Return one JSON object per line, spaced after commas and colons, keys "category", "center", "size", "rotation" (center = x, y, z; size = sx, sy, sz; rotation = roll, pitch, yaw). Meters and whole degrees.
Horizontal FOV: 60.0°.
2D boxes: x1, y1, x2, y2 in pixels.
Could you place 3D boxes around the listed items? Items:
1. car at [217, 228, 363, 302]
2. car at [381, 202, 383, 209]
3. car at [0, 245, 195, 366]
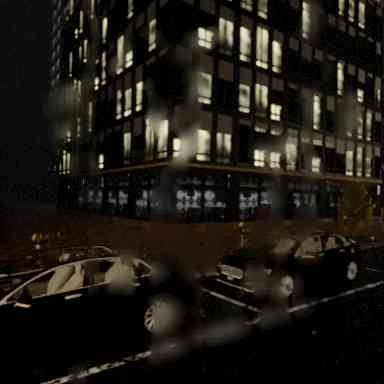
{"category": "car", "center": [2.602, 1.622, 8.404], "size": [4.403, 1.369, 2.008], "rotation": [1, 0, -36]}
{"category": "car", "center": [34.566, 2.444, 61.165], "size": [1.802, 1.307, 4.206], "rotation": [1, -1, -35]}
{"category": "car", "center": [-2.002, 1.563, 5.117], "size": [4.403, 1.369, 2.008], "rotation": [1, 0, -36]}
